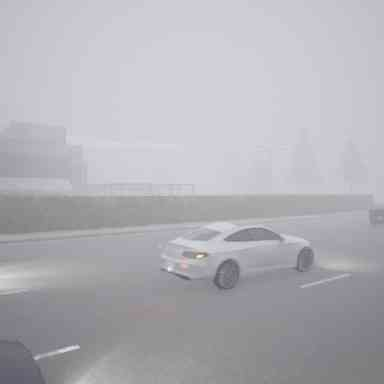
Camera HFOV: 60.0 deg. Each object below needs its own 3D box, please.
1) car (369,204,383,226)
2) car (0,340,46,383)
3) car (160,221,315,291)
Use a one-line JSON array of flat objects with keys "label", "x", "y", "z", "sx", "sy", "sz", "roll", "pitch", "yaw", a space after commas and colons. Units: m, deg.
[{"label": "car", "x": 13.746, "y": 1.477, "z": 22.134, "sx": 5.008, "sy": 1.535, "sz": 1.882, "roll": 0, "pitch": 0, "yaw": -35}, {"label": "car", "x": -3.392, "y": 1.547, "z": 1.328, "sx": 5.357, "sy": 1.411, "sz": 2.033, "roll": 0, "pitch": 0, "yaw": -35}, {"label": "car", "x": 1.355, "y": 1.526, "z": 9.024, "sx": 4.674, "sy": 1.442, "sz": 1.812, "roll": 0, "pitch": 0, "yaw": -36}]
